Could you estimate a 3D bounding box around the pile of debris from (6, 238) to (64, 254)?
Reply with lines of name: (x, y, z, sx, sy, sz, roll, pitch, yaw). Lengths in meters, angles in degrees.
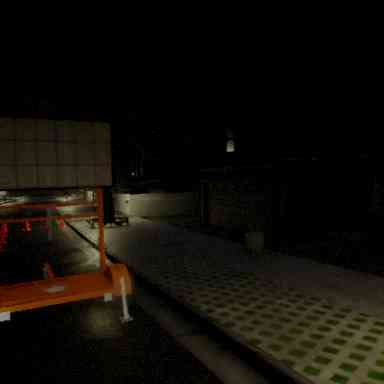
pile of debris: (-5.852, 1.988, 12.414, 1.860, 0.140, 1.500, -3, 2, -27)

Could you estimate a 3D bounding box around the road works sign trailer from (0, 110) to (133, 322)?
road works sign trailer: (-2.665, 0.357, 6.192, 2.380, 3.560, 2.880, -3, 2, -28)
